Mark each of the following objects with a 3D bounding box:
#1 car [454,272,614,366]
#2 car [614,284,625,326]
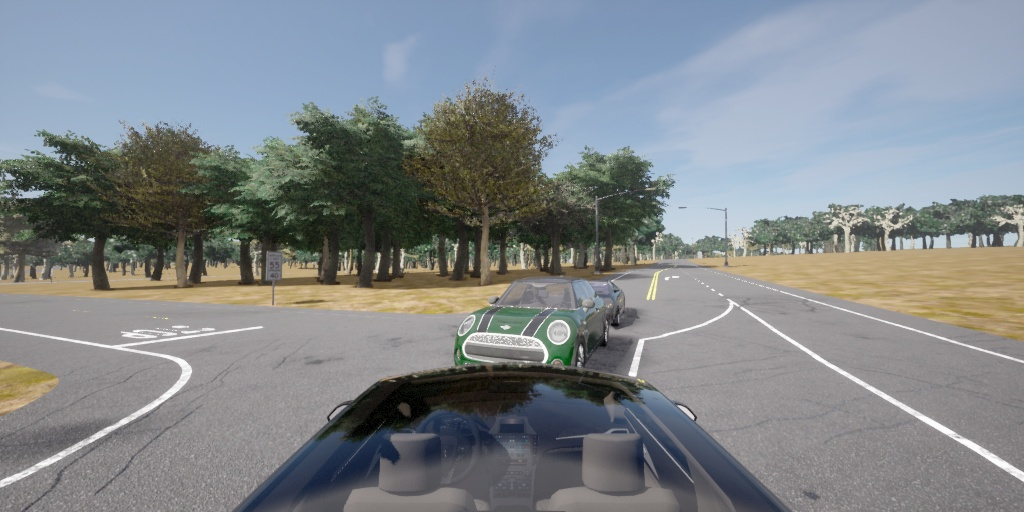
[{"bbox_3d":[0.687,1.222,7.442,2.097,1.767,4.553,-1,-2,22],"label":"car"},{"bbox_3d":[2.916,1.554,12.873,1.994,1.385,4.181,-2,0,22],"label":"car"}]
